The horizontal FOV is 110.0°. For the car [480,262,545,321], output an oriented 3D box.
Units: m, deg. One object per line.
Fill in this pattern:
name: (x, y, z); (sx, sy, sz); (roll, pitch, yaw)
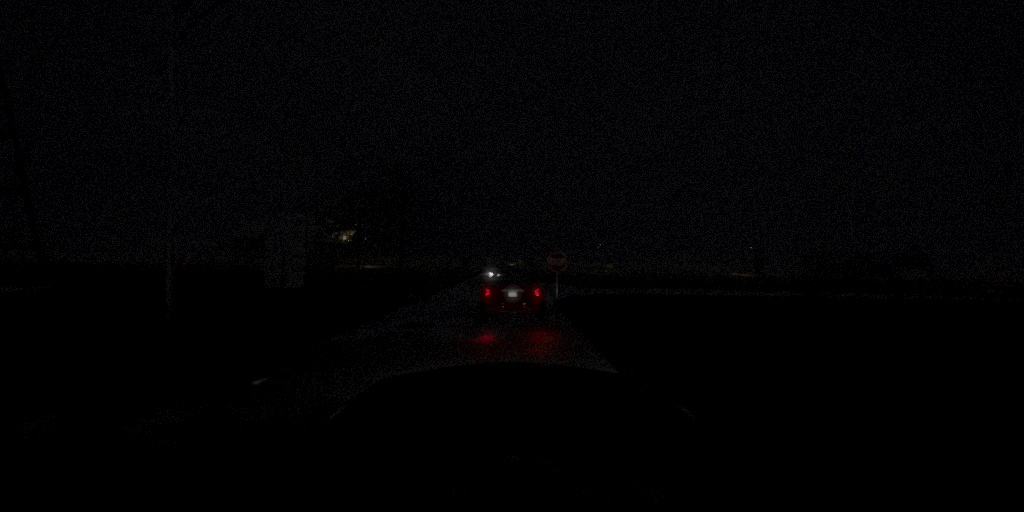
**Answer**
car: (0.035, 1.237, 13.301); (2.097, 1.767, 4.553); (0, -1, 0)

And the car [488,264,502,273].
car: (-2.799, 2.059, 61.460); (2.128, 1.511, 4.902); (0, -1, 1)
